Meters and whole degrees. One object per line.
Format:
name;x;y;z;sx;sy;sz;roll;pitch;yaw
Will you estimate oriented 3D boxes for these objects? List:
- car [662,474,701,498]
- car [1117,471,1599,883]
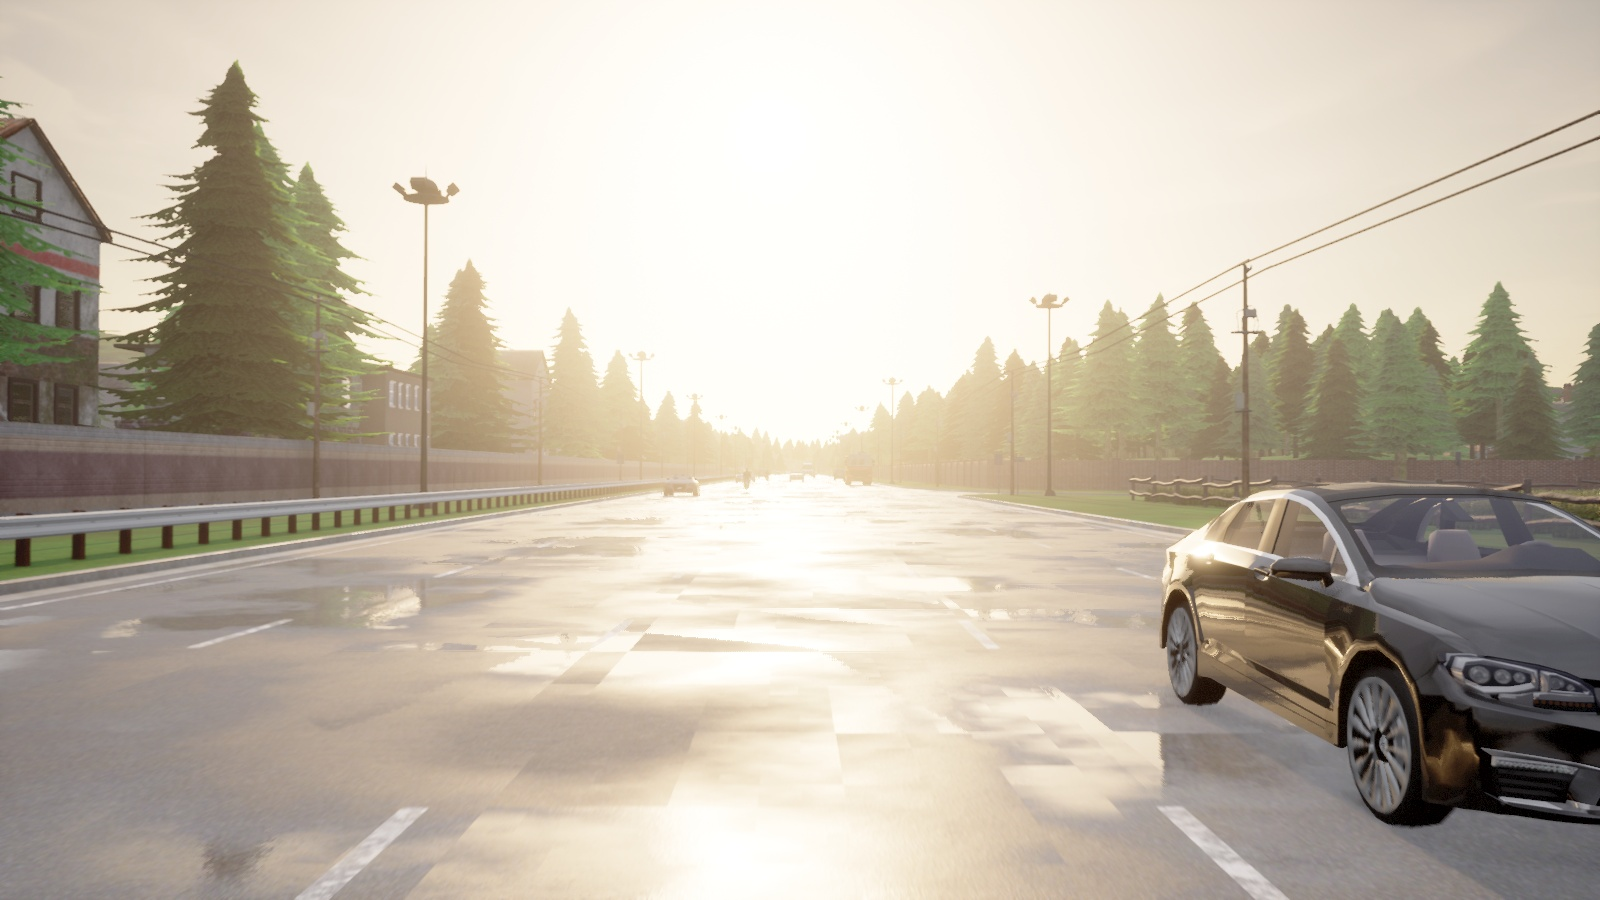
car;-7.184;2.192;76.756;1.994;1.385;4.181;0;-1;0
car;3.482;0.876;7.091;2.128;1.511;4.902;0;-1;0
